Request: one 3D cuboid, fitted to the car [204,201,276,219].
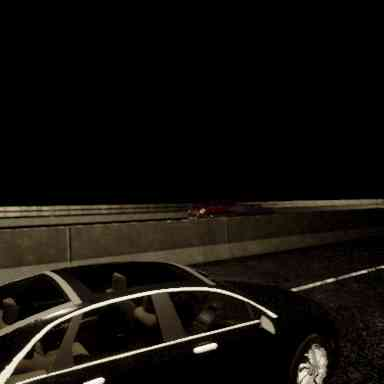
[{"bbox_3d":[3.794,1.599,23.741,5.357,1.411,2.033,0,0,-35],"label":"car"}]

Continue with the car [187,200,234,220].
[{"bbox_3d":[1.845,1.424,26.649,4.553,1.767,2.097,0,0,-35],"label":"car"}]

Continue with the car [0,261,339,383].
[{"bbox_3d":[-0.430,1.509,3.437,4.892,1.490,1.837,0,0,-35],"label":"car"}]
